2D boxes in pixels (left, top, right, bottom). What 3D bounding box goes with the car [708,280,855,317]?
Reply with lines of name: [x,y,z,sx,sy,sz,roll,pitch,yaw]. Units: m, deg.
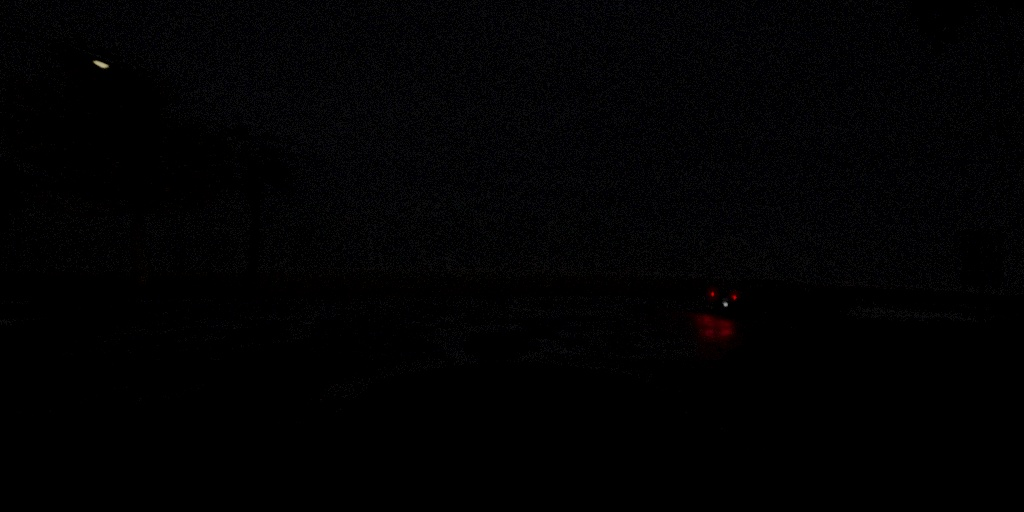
car: [10.475,1.591,14.062,4.718,1.301,1.895,0,0,-4]
